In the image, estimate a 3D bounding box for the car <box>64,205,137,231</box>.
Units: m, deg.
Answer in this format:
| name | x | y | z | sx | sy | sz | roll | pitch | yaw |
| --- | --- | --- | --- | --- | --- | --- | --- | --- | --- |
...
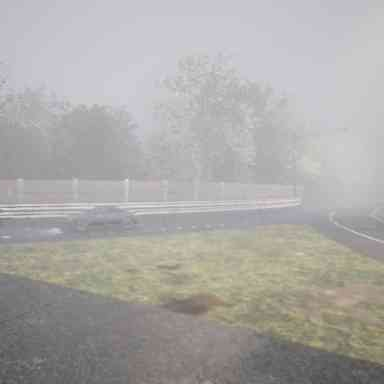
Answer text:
| name | x | y | z | sx | sy | sz | roll | pitch | yaw |
| --- | --- | --- | --- | --- | --- | --- | --- | --- | --- |
| car | -5.441 | 1.517 | 19.980 | 4.181 | 1.385 | 1.994 | 0 | 0 | -26 |
